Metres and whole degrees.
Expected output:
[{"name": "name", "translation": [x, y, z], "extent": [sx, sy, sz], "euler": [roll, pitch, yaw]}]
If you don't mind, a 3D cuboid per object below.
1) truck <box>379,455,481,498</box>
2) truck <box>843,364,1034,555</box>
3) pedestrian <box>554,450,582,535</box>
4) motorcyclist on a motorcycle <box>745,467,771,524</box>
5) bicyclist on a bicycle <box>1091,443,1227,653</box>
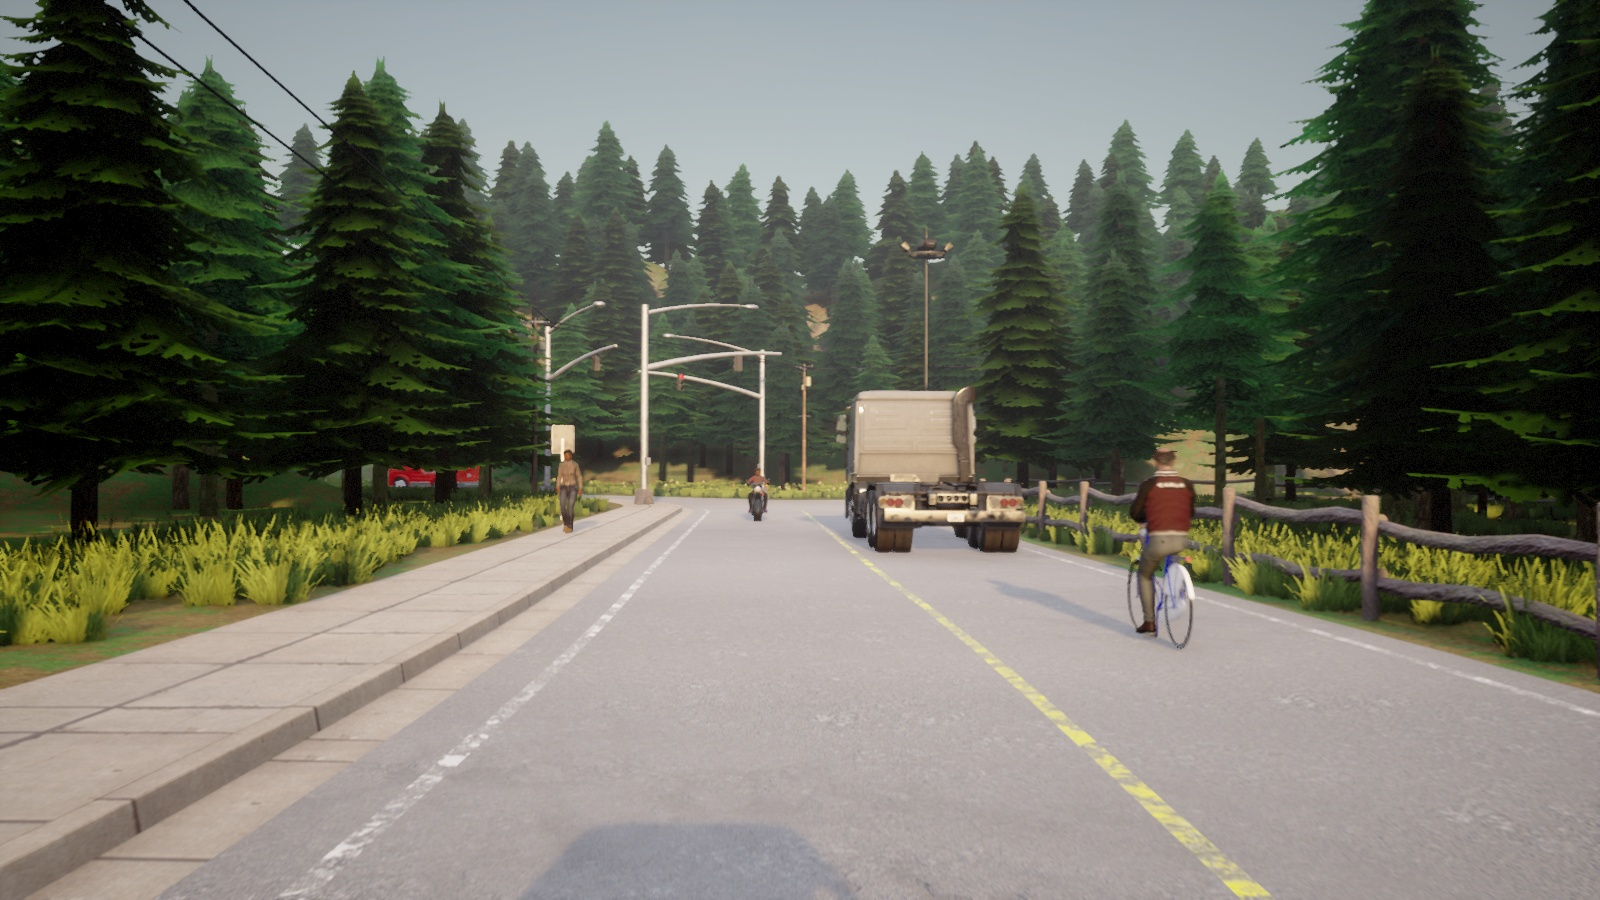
[{"name": "truck", "translation": [-21.967, 1.560, 74.564], "extent": [5.204, 2.467, 2.627], "euler": [-1, -1, 16]}, {"name": "truck", "translation": [2.651, 0.233, 26.800], "extent": [2.891, 3.462, 7.936], "euler": [0, -1, -2]}, {"name": "pedestrian", "translation": [-5.035, 0.918, 27.298], "extent": [0.328, 1.805, 0.869], "euler": [0, -1, 8]}, {"name": "motorcyclist on a motorcycle", "translation": [-1.277, 1.350, 37.858], "extent": [0.766, 1.649, 2.350], "euler": [0, -1, -2]}, {"name": "bicyclist on a bicycle", "translation": [3.271, 0.845, 11.618], "extent": [0.659, 1.776, 1.843], "euler": [0, -1, -2]}]
